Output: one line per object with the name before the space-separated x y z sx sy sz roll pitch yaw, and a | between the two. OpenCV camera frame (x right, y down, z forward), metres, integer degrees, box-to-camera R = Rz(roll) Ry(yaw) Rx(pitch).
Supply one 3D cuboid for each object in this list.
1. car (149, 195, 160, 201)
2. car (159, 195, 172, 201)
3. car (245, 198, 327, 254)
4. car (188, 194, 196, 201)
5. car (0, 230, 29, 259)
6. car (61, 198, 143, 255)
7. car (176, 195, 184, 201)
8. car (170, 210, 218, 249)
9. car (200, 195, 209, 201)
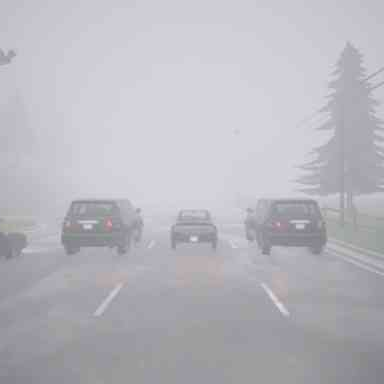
car | -10.499 1.656 90.939 1.882 1.535 5.008 0 0 0
car | -6.999 1.717 90.909 2.033 1.411 5.357 0 0 0
car | 3.586 1.248 13.674 2.150 2.045 5.566 0 0 0
car | 0.001 1.654 90.909 1.882 1.535 5.008 0 0 0
car | -6.936 1.568 9.739 2.033 1.411 5.357 0 0 0
car | -3.416 1.249 13.618 2.150 2.045 5.566 0 0 0
car | -3.499 1.677 90.909 1.837 1.490 4.892 0 0 0
car | 0.085 1.522 14.631 2.128 1.511 4.902 0 0 0
car | 3.501 1.654 90.909 1.882 1.535 5.008 0 0 0
